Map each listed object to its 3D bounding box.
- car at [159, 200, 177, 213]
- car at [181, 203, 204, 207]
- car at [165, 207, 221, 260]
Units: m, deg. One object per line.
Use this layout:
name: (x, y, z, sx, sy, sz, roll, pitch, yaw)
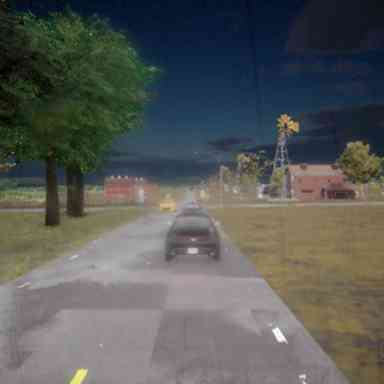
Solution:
car: (-2.821, 1.657, 39.277, 1.882, 1.535, 5.008, 0, -1, 0)
car: (0.039, 1.637, 28.275, 1.812, 1.442, 4.674, 0, 0, 0)
car: (0.041, 1.549, 12.609, 1.837, 1.490, 4.892, 0, 0, 0)
